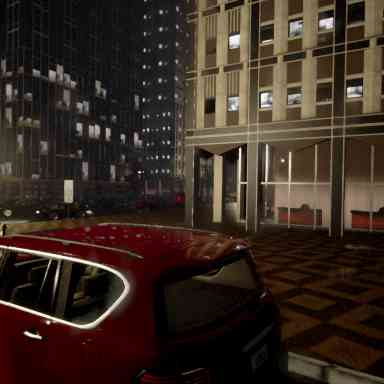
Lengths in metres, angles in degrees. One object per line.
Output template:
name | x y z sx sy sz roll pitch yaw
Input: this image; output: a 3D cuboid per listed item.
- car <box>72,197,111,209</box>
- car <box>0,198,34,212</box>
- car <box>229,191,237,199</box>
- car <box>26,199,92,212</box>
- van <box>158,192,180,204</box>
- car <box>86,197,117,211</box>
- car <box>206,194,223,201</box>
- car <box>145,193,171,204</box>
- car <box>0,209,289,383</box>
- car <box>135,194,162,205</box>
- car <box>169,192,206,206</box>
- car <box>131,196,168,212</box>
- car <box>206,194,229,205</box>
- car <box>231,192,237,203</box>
car | -12.267 1.303 40.802 1.947 1.339 4.313 2 1 30
car | -15.609 1.359 29.933 1.837 1.490 4.892 1 1 30
car | 10.515 0.788 79.885 2.192 1.841 5.009 2 1 30
car | -10.631 1.540 26.968 1.947 1.339 4.313 2 1 30
van | -3.721 0.979 55.456 1.690 1.788 3.998 2 1 30
car | -10.608 1.361 38.527 1.994 1.385 4.181 1 1 30
car | 4.816 1.084 70.117 1.887 1.381 4.507 2 1 30
car | -5.499 1.264 47.273 1.812 1.442 4.674 1 1 31
car | -1.432 1.314 3.874 5.009 1.841 2.192 0 1 36
car | -6.570 1.111 50.572 1.967 1.590 4.097 2 1 30
car | -0.541 0.999 49.426 2.150 2.045 5.566 1 1 30
car | -4.941 1.490 36.733 1.802 1.307 4.206 2 1 30
car | 3.597 1.250 51.378 1.967 1.590 4.097 2 1 30
car | 9.371 1.268 61.291 1.752 1.417 4.829 2 1 30
